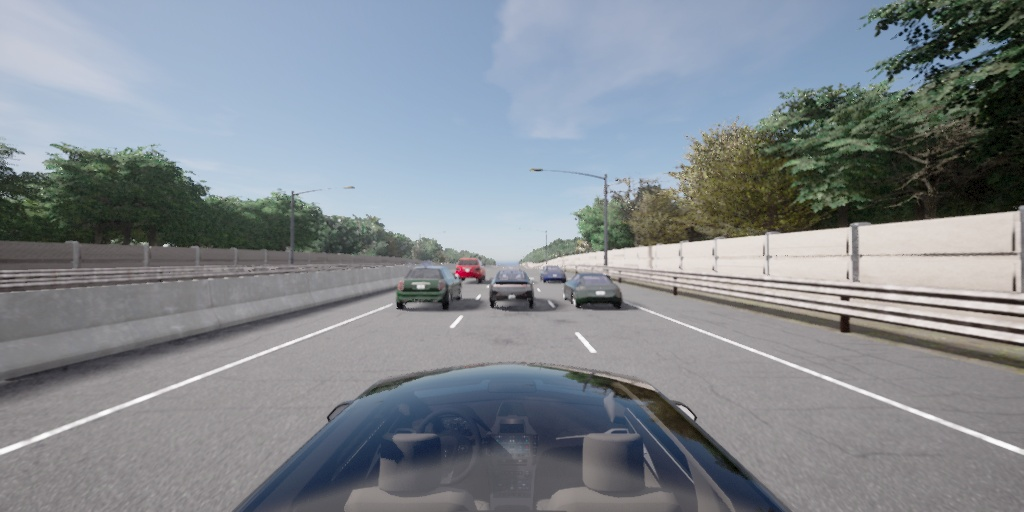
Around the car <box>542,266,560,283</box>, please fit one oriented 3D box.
[{"bbox_3d":[3.487,1.583,31.142,1.994,1.385,4.181,0,-1,0],"label":"car"}]

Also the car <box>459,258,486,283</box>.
[{"bbox_3d":[-3.518,1.233,30.873,2.150,2.045,5.566,0,0,0],"label":"car"}]

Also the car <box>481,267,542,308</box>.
[{"bbox_3d":[-0.005,1.375,16.141,2.128,1.511,4.902,0,0,0],"label":"car"}]

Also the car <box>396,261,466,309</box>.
[{"bbox_3d":[-3.507,1.230,15.930,2.097,1.767,4.553,0,-1,0],"label":"car"}]

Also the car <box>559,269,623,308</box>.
[{"bbox_3d":[3.497,1.446,16.142,1.994,1.385,4.181,0,0,0],"label":"car"}]
